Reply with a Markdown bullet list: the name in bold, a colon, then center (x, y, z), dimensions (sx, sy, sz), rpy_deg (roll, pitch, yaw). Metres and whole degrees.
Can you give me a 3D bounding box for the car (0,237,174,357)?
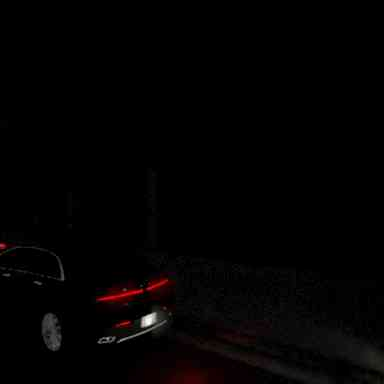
- **car**: center (-2.563, 1.621, 6.266), dimensions (4.892, 1.490, 1.837), rpy_deg (-1, -1, 37)
